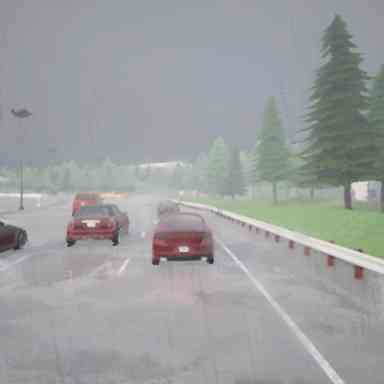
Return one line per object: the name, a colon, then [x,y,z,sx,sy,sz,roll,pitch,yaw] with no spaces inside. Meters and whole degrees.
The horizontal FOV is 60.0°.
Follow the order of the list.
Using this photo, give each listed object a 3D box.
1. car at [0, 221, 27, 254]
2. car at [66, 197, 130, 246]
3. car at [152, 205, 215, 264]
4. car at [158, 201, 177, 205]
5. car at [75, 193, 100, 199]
car: [-7.360,1.535,11.321,1.994,1.385,4.181,0,0,-3]
car: [-4.117,1.296,15.207,2.097,1.767,4.553,0,0,-4]
car: [-0.364,1.426,11.688,1.882,1.535,5.008,0,0,-3]
car: [-2.202,1.475,29.739,1.895,1.301,4.718,0,0,-8]
car: [-9.340,1.115,30.278,2.150,2.045,5.566,0,0,-8]
